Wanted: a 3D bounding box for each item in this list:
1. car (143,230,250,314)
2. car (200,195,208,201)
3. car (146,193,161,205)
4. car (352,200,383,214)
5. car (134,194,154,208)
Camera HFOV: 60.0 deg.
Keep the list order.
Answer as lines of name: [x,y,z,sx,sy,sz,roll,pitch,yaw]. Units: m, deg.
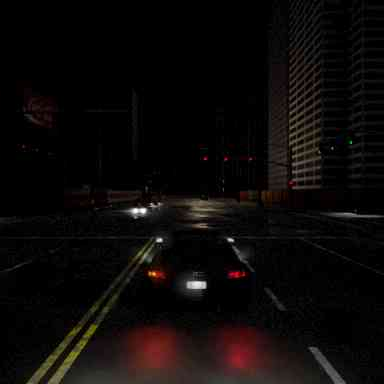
car: [0.076,1.564,7.706,1.994,1.385,4.181,0,0,0]
car: [3.268,1.525,87.544,2.128,1.511,4.902,0,0,0]
car: [-7.229,1.221,58.039,2.150,2.045,5.566,0,0,0]
car: [19.626,1.547,34.492,5.357,1.411,2.033,0,0,0]
car: [-7.214,1.491,48.086,2.128,1.511,4.902,0,0,0]
